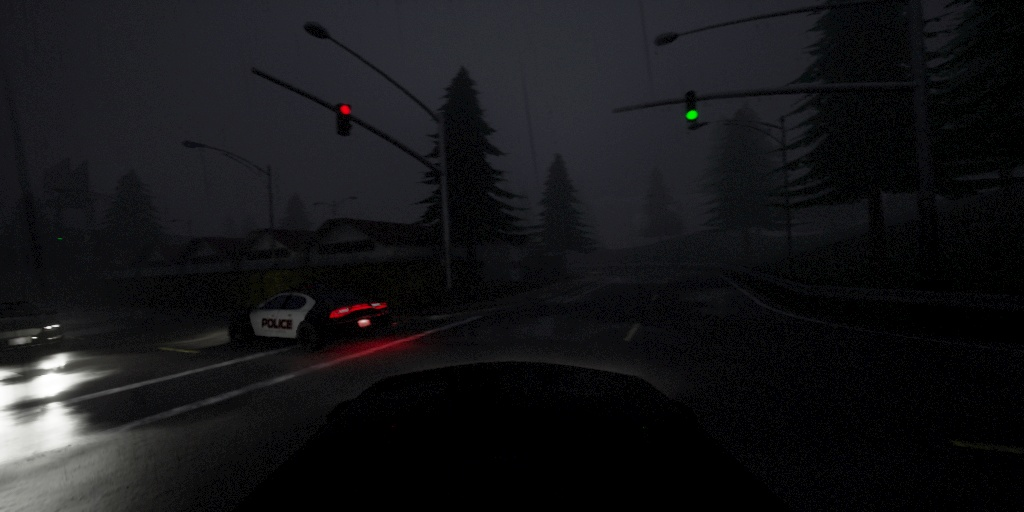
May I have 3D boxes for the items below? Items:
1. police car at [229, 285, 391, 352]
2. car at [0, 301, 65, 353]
[{"bbox_3d":[-5.924,1.656,10.171,4.974,1.542,2.038,-3,-1,25],"label":"police car"},{"bbox_3d":[-15.606,2.163,10.808,4.902,1.511,2.128,-3,0,25],"label":"car"}]
